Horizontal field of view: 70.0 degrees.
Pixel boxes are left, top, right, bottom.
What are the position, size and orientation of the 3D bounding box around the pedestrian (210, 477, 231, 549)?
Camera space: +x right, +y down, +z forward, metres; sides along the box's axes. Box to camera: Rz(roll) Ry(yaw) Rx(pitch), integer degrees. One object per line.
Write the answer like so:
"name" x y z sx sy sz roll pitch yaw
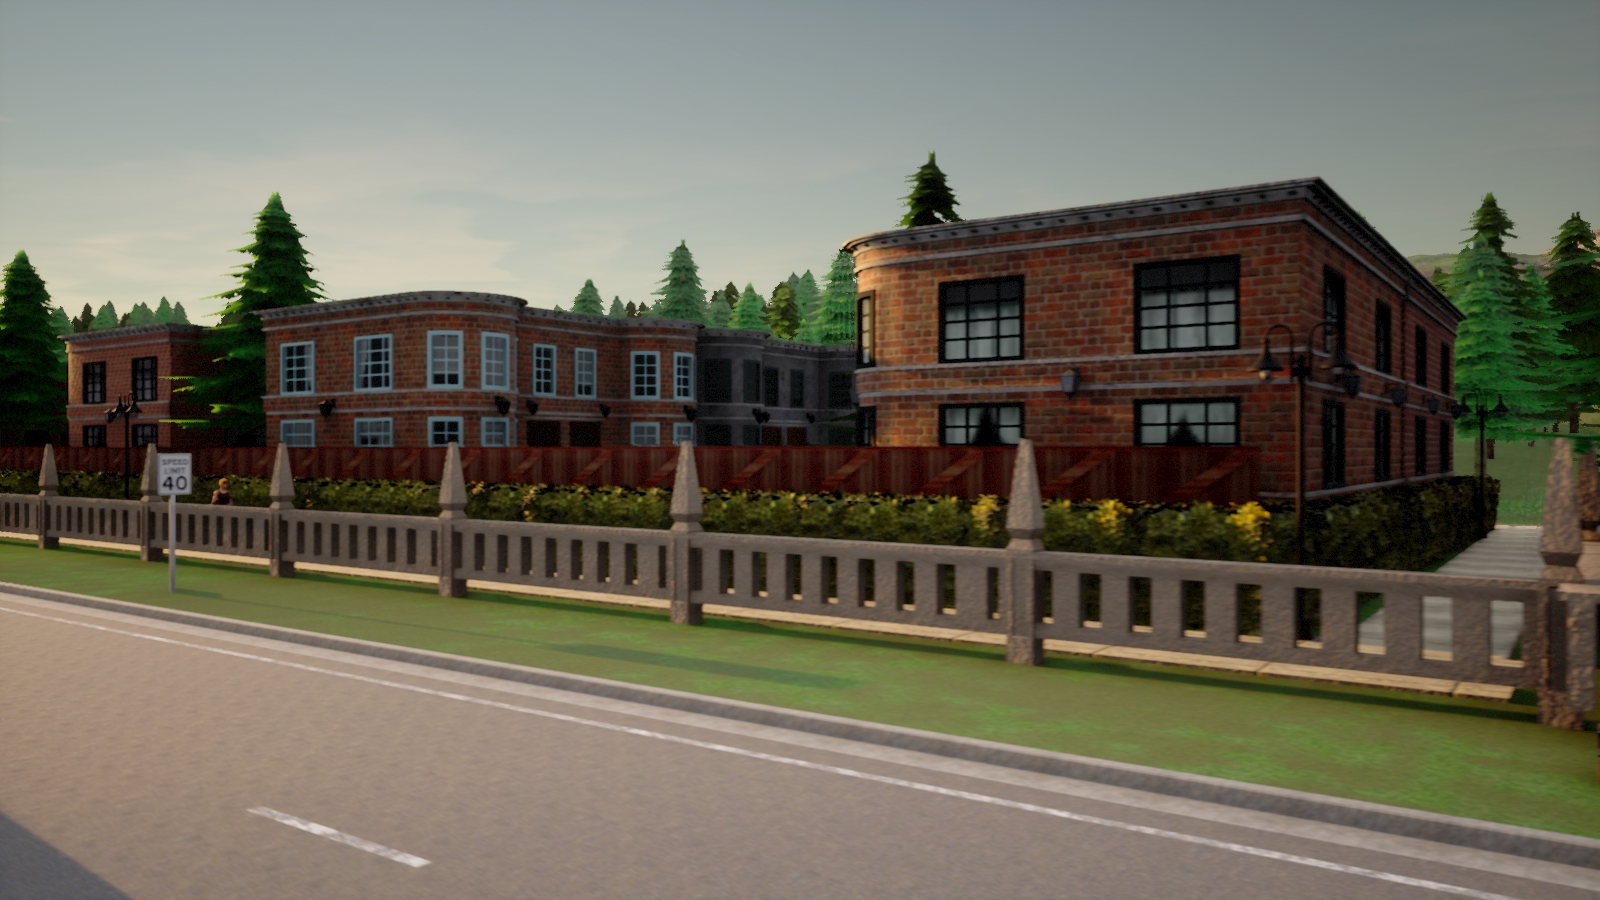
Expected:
"pedestrian" -15.349 1.662 30.275 0.375 1.860 0.375 0 0 35
